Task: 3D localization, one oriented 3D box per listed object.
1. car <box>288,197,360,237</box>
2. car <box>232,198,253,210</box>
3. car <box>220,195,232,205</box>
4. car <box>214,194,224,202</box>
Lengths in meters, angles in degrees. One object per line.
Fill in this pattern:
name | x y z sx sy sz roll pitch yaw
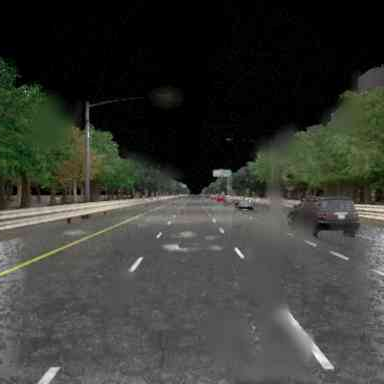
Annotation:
car | 7.020 1.269 18.282 2.150 2.045 5.566 0 0 0
car | 7.122 1.750 45.946 1.994 1.385 4.181 0 0 0
car | 7.241 1.782 65.223 2.128 1.511 4.902 0 0 0
car | 7.408 1.626 85.296 2.150 2.045 5.566 0 0 1
